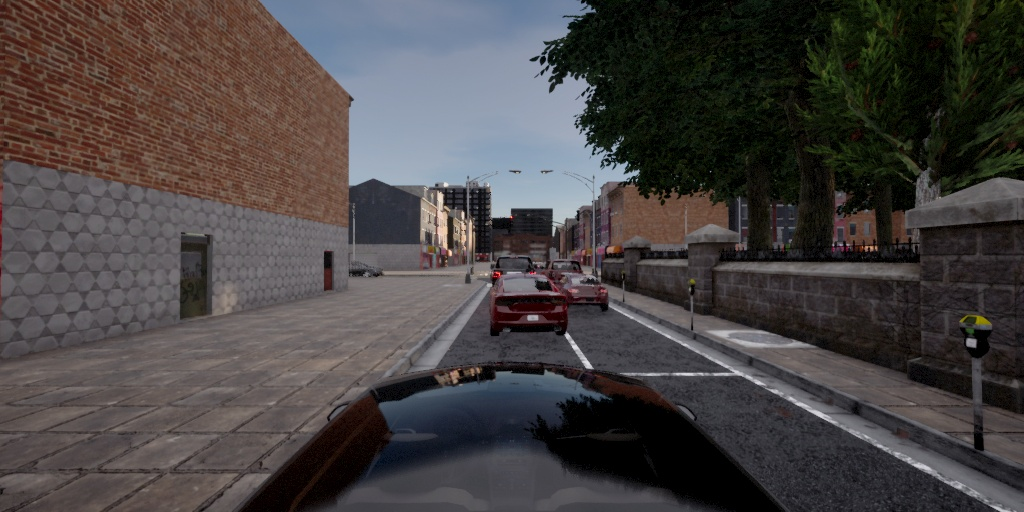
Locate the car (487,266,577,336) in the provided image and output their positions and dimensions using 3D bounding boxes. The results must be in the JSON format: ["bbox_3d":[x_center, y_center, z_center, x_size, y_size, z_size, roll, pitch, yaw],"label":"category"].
[{"bbox_3d":[0.291,1.230,10.482,1.882,1.535,5.008,0,0,-4],"label":"car"}]

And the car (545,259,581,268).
[{"bbox_3d":[2.666,1.074,19.758,2.192,1.841,5.009,0,0,0],"label":"car"}]

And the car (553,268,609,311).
[{"bbox_3d":[2.658,1.336,14.309,1.802,1.307,4.207,0,0,0],"label":"car"}]

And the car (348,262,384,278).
[{"bbox_3d":[-13.744,1.240,31.347,4.892,1.490,1.837,0,-1,0],"label":"car"}]

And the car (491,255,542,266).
[{"bbox_3d":[0.109,0.979,18.067,2.150,2.045,5.566,0,0,0],"label":"car"}]

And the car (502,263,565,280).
[{"bbox_3d":[1.843,1.323,31.370,5.357,1.411,2.033,0,0,0],"label":"car"}]
